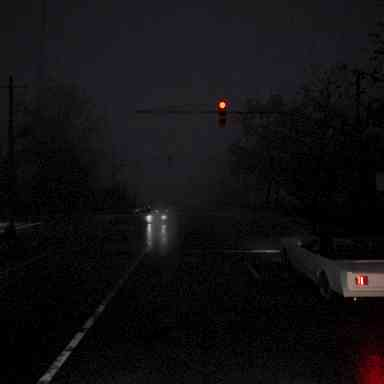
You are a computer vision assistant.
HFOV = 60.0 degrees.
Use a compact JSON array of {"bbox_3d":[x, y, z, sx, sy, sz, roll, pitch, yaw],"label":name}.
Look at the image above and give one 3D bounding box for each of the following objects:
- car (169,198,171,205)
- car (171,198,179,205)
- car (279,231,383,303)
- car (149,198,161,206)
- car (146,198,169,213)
[{"bbox_3d":[-4.618,1.728,50.052,1.994,1.385,4.181,0,-1,-5],"label":"car"},{"bbox_3d":[-5.056,2.126,73.620,1.882,1.535,5.008,0,-1,-19],"label":"car"},{"bbox_3d":[3.587,1.601,8.152,1.895,1.301,4.718,0,0,0],"label":"car"},{"bbox_3d":[-7.969,2.112,71.125,1.837,1.490,4.892,0,-1,-13],"label":"car"},{"bbox_3d":[-3.859,1.548,36.798,1.812,1.442,4.674,0,0,-2],"label":"car"}]
